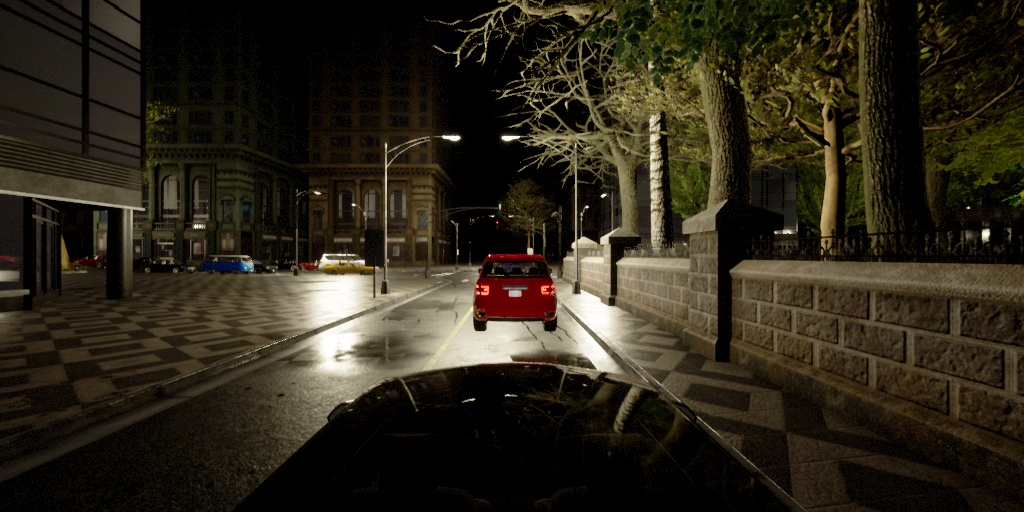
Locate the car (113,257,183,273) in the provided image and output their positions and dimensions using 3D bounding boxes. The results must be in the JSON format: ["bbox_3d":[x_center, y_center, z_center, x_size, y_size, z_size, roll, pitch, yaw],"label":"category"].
[{"bbox_3d":[-36.616,0.850,36.155,4.902,1.511,2.128,1,0,0],"label":"car"}]

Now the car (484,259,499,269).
[{"bbox_3d":[-3.126,1.210,54.034,2.033,1.411,5.357,0,0,-4],"label":"car"}]

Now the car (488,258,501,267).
[{"bbox_3d":[-3.069,1.141,64.068,2.033,1.411,5.357,0,0,0],"label":"car"}]

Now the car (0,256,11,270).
[{"bbox_3d":[-48.831,0.735,33.547,4.403,1.370,2.007,0,0,0],"label":"car"}]

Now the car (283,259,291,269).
[{"bbox_3d":[-26.317,1.056,41.945,4.313,1.339,1.948,0,0,0],"label":"car"}]

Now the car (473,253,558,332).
[{"bbox_3d":[0.097,0.969,11.043,2.150,2.045,5.566,0,0,0],"label":"car"}]

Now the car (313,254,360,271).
[{"bbox_3d":[-16.376,0.822,36.027,5.566,2.045,2.150,1,0,1],"label":"car"}]

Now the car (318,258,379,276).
[{"bbox_3d":[-14.945,1.139,33.354,4.829,1.417,1.751,0,0,0],"label":"car"}]

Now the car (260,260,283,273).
[{"bbox_3d":[-26.610,1.036,36.087,5.357,1.411,2.033,1,0,1],"label":"car"}]

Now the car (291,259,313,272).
[{"bbox_3d":[-21.016,1.152,39.250,4.718,1.301,1.895,1,0,0],"label":"car"}]

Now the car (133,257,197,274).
[{"bbox_3d":[-31.974,0.973,33.451,4.403,1.370,2.007,0,0,0],"label":"car"}]

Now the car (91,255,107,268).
[{"bbox_3d":[-48.790,0.621,42.073,4.097,1.591,1.967,0,0,0],"label":"car"}]

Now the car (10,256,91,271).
[{"bbox_3d":[-43.044,0.792,33.514,4.829,1.417,1.751,0,0,0],"label":"car"}]

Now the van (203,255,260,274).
[{"bbox_3d":[-26.357,0.833,33.419,3.998,1.789,1.690,0,0,0],"label":"van"}]
